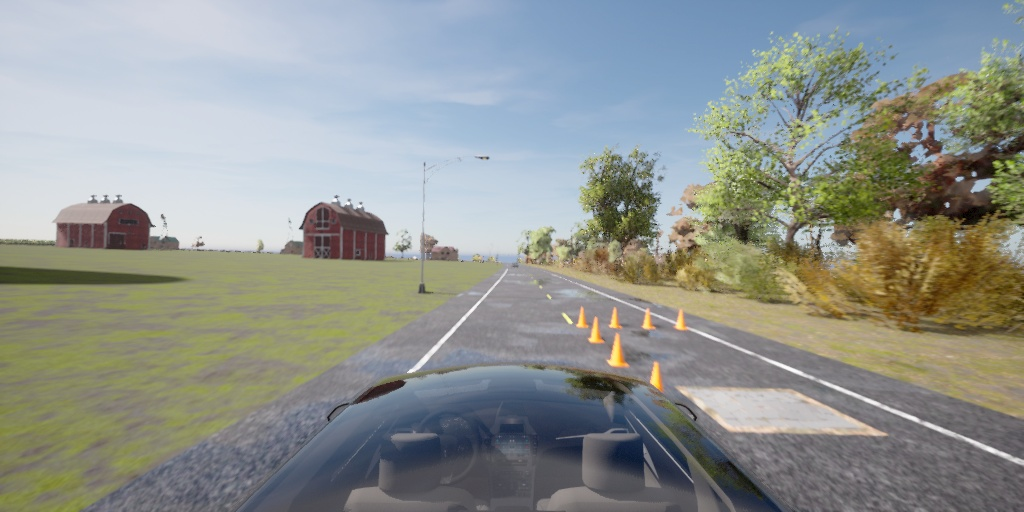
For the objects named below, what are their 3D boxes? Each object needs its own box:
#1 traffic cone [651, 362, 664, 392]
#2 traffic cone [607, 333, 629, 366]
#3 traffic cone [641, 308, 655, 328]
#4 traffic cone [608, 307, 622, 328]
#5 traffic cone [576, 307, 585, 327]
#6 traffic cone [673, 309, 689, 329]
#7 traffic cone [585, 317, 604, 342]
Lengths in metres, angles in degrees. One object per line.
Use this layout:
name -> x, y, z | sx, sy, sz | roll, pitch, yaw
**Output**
traffic cone -> 2.010, 1.779, 4.999 | 0.340, 0.580, 0.340 | 0, 0, 1
traffic cone -> 2.056, 1.803, 6.998 | 0.340, 0.580, 0.340 | 0, 0, 1
traffic cone -> 4.147, 1.886, 10.951 | 0.340, 0.580, 0.340 | 0, 0, 1
traffic cone -> 3.147, 1.868, 10.974 | 0.340, 0.580, 0.340 | 0, 0, 1
traffic cone -> 2.148, 1.851, 10.997 | 0.340, 0.580, 0.340 | 0, 0, 1
traffic cone -> 5.146, 1.904, 10.927 | 0.340, 0.580, 0.340 | 0, 0, 1
traffic cone -> 2.101, 1.827, 8.997 | 0.340, 0.580, 0.340 | 0, 0, 1
